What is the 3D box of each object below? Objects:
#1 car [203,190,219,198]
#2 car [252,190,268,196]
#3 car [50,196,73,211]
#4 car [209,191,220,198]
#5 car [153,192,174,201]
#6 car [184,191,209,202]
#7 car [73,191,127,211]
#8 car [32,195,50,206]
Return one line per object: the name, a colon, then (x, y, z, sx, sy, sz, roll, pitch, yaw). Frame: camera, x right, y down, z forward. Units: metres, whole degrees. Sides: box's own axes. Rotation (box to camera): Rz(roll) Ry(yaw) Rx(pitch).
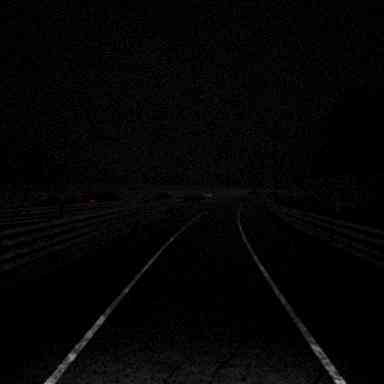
car: (4.386, 0.435, 76.468, 1.882, 1.535, 5.008, 1, 1, 26)
car: (17.983, 0.402, 88.172, 1.812, 1.442, 4.674, 1, 1, 26)
car: (-12.070, 1.172, 35.302, 2.128, 1.511, 4.902, 1, 1, 26)
car: (3.957, 0.638, 67.745, 1.895, 1.301, 4.718, -1, 0, 26)
car: (-4.918, 0.757, 57.657, 1.837, 1.490, 4.892, 1, 1, 26)
car: (0.464, 0.828, 52.763, 1.837, 1.490, 4.892, 0, 1, 26)
car: (-8.925, 0.926, 33.762, 2.150, 2.045, 5.566, 1, 1, 26)
car: (-15.208, 1.127, 36.854, 1.882, 1.535, 5.008, 1, 1, 26)
